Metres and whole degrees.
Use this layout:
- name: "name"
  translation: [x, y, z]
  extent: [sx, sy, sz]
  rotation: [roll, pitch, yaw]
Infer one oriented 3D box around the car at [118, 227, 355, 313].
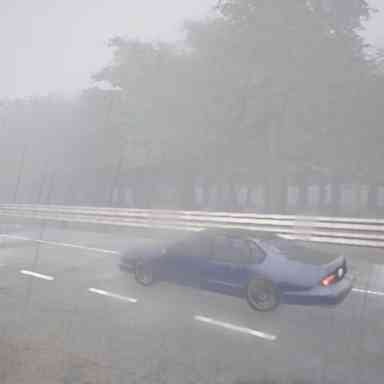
- name: "car"
  translation: [0.713, 1.549, 7.662]
  extent: [5.357, 1.411, 2.033]
  rotation: [0, 0, 36]
